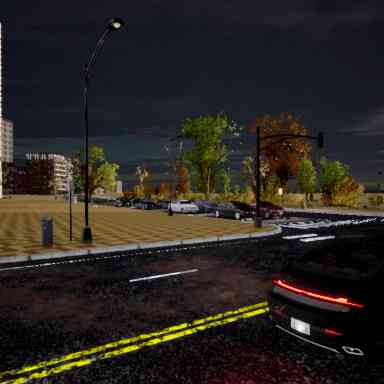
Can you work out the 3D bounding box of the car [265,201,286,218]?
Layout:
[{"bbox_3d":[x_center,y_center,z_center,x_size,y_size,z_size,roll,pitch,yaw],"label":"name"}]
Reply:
[{"bbox_3d":[6.555,1.573,30.826,1.812,1.442,4.674,0,0,-30],"label":"car"}]

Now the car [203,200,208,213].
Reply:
[{"bbox_3d":[1.468,1.618,39.087,2.033,1.411,5.357,0,0,-32],"label":"car"}]

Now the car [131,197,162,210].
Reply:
[{"bbox_3d":[-6.234,1.667,45.509,1.994,1.385,4.181,0,0,-31],"label":"car"}]

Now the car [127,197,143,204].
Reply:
[{"bbox_3d":[-11.897,1.680,68.779,1.994,1.385,4.181,0,0,-29],"label":"car"}]

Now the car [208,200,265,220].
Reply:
[{"bbox_3d":[3.754,1.564,29.192,1.837,1.490,4.892,0,0,-32],"label":"car"}]

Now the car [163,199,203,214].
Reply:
[{"bbox_3d":[-1.049,1.607,36.979,1.812,1.442,4.674,0,0,-31],"label":"car"}]

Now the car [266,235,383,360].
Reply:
[{"bbox_3d":[3.416,1.504,5.708,4.892,1.490,1.837,0,0,-34],"label":"car"}]

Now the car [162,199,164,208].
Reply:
[{"bbox_3d":[-3.691,1.656,47.627,1.994,1.385,4.181,0,0,-30],"label":"car"}]

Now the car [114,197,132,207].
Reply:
[{"bbox_3d":[-11.284,1.626,54.175,1.837,1.490,4.892,0,0,-29],"label":"car"}]
